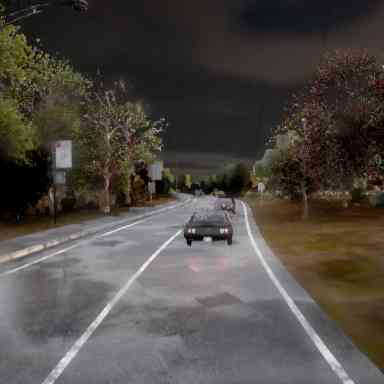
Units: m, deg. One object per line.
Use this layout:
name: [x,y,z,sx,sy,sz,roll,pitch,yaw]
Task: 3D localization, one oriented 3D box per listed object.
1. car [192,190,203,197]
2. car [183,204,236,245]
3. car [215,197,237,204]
car: [1.237,0.261,76.348,2.128,1.511,4.902,0,1,-7]
car: [0.838,1.422,14.485,1.895,1.301,4.718,0,1,6]
car: [2.946,1.117,29.287,2.033,1.411,5.357,-1,1,9]
